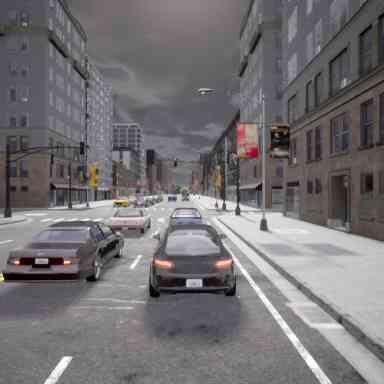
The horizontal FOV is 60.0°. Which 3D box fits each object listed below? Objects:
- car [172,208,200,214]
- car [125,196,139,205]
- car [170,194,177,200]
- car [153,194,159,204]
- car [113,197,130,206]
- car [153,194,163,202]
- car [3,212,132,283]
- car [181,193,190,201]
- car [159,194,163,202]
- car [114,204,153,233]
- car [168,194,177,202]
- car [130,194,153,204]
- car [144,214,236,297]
[{"bbox_3d":[-0.325,1.553,18.060,2.033,1.411,5.357,0,0,-1],"label":"car"},{"bbox_3d":[-10.982,1.552,60.766,1.812,1.442,4.674,0,0,-1],"label":"car"},{"bbox_3d":[-5.014,1.398,90.749,1.837,1.490,4.892,0,0,-1],"label":"car"},{"bbox_3d":[-7.719,1.517,59.422,2.128,1.511,4.902,0,0,-1],"label":"car"},{"bbox_3d":[-10.835,1.501,51.543,1.882,1.535,5.008,0,0,-1],"label":"car"},{"bbox_3d":[-8.043,1.371,79.524,2.097,1.767,4.553,0,0,-1],"label":"car"},{"bbox_3d":[-3.308,1.550,9.720,2.033,1.411,5.357,0,0,-1],"label":"car"},{"bbox_3d":[-1.567,1.621,80.842,1.895,1.301,4.718,0,0,-1],"label":"car"},{"bbox_3d":[-7.841,1.553,69.292,2.128,1.511,4.902,0,0,-1],"label":"car"},{"bbox_3d":[-3.504,1.607,19.478,1.895,1.301,4.718,0,0,-1],"label":"car"},{"bbox_3d":[-4.808,1.503,80.331,1.882,1.535,5.008,0,0,-1],"label":"car"},{"bbox_3d":[-7.553,1.513,50.069,2.128,1.511,4.902,0,0,-1],"label":"car"},{"bbox_3d":[-0.034,1.528,8.473,1.812,1.442,4.674,0,0,-2],"label":"car"}]
